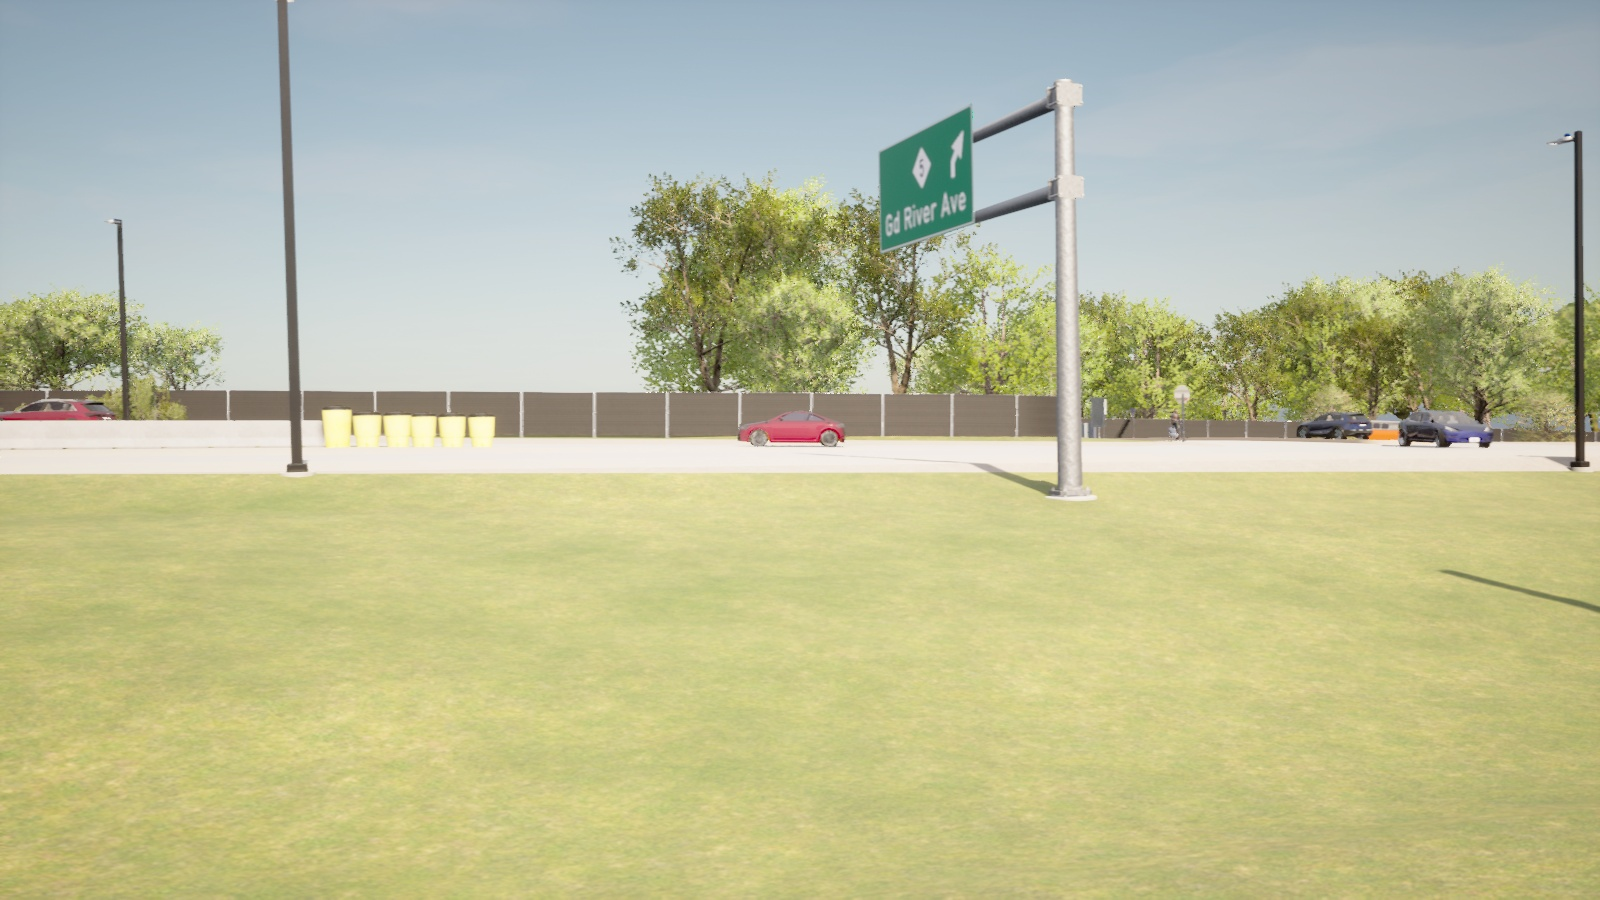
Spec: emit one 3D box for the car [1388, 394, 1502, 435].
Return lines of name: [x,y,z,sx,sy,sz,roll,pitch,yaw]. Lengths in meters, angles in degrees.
car: [25.724,-1.400,50.272,2.163,1.488,4.792,-1,1,1]

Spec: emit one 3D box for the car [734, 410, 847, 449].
car: [-0.374,-0.797,47.879,4.181,1.385,1.994,-1,1,-1]

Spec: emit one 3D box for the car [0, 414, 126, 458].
car: [-29.229,-0.548,48.959,4.856,1.649,2.033,-1,2,5]

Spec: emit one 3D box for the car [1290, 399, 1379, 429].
car: [31.156,-2.066,73.423,2.033,1.649,4.856,-2,2,-19]
